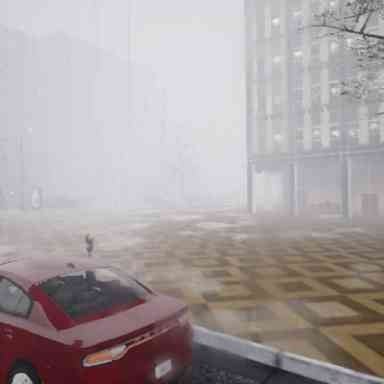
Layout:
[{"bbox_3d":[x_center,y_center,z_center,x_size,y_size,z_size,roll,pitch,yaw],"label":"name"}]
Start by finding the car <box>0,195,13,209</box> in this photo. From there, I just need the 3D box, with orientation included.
[{"bbox_3d":[-25.861,1.308,41.711,2.192,1.841,5.009,-1,0,36],"label":"car"}]

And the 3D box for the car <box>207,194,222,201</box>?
[{"bbox_3d":[3.621,1.115,68.133,1.887,1.381,4.507,-1,0,36],"label":"car"}]

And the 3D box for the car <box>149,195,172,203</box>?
[{"bbox_3d":[-6.082,1.289,64.444,1.812,1.442,4.674,-1,0,36],"label":"car"}]

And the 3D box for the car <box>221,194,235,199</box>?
[{"bbox_3d":[9.804,1.122,90.957,1.947,1.339,4.313,-1,0,36],"label":"car"}]

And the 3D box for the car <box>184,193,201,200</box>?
[{"bbox_3d":[0.076,1.110,77.526,1.967,1.590,4.097,-1,0,36],"label":"car"}]

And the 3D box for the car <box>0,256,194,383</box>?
[{"bbox_3d":[-2.088,1.553,4.479,4.507,1.381,1.887,0,-1,36],"label":"car"}]

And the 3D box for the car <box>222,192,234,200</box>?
[{"bbox_3d":[6.864,1.113,72.610,1.802,1.307,4.206,-1,0,36],"label":"car"}]

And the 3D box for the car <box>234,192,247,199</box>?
[{"bbox_3d":[10.102,0.808,77.087,2.192,1.841,5.009,-1,0,36],"label":"car"}]

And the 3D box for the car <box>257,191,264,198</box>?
[{"bbox_3d":[16.590,1.000,86.041,1.802,1.307,4.206,-1,0,36],"label":"car"}]

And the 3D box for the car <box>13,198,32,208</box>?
[{"bbox_3d":[-22.616,1.495,46.188,1.887,1.381,4.507,-1,0,36],"label":"car"}]

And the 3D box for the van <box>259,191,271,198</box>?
[{"bbox_3d":[19.829,0.722,90.518,1.690,1.788,3.998,-1,0,36],"label":"van"}]

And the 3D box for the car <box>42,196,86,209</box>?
[{"bbox_3d":[-15.831,1.252,41.272,1.967,1.590,4.097,-1,0,36],"label":"car"}]

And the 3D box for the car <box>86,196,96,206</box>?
[{"bbox_3d":[-16.761,1.363,49.857,1.837,1.490,4.892,-1,0,36],"label":"car"}]

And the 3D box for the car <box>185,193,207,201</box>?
[{"bbox_3d":[0.380,1.160,63.656,2.008,1.369,4.403,-1,0,36],"label":"car"}]

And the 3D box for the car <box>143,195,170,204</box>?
[{"bbox_3d":[-6.106,1.128,54.702,1.967,1.590,4.097,-1,0,36],"label":"car"}]
